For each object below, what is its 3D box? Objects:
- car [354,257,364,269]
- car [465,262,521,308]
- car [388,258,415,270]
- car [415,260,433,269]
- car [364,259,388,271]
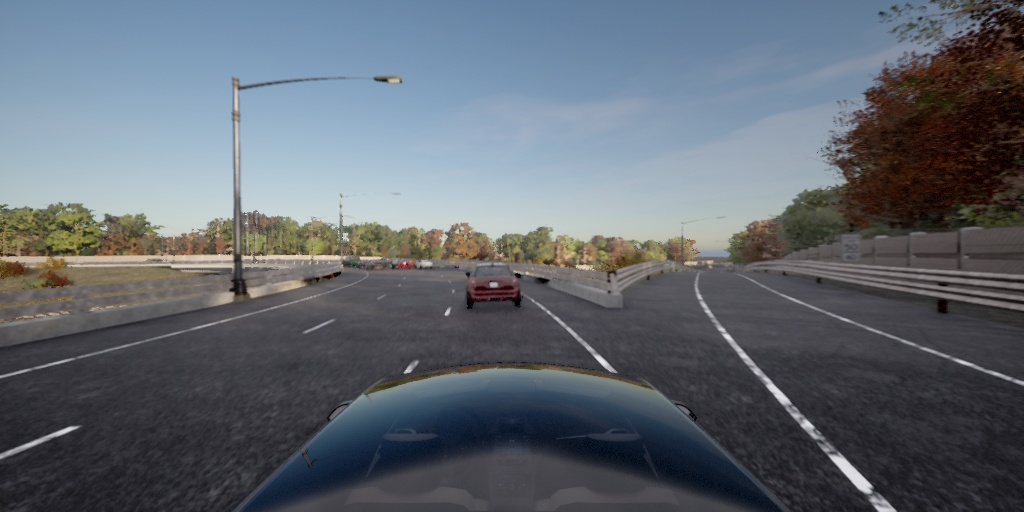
[{"bbox_3d":[-24.633,1.375,60.337,1.837,1.490,4.892,-1,0,-36],"label":"car"},{"bbox_3d":[-0.912,1.074,15.361,2.097,1.767,4.553,-1,0,-7],"label":"car"},{"bbox_3d":[-16.608,1.142,53.667,2.097,1.767,4.553,-1,0,-30],"label":"car"},{"bbox_3d":[-13.576,1.277,55.394,1.812,1.442,4.674,-1,0,-30],"label":"car"},{"bbox_3d":[-20.026,1.335,52.603,1.837,1.490,4.892,-1,0,-30],"label":"car"}]
